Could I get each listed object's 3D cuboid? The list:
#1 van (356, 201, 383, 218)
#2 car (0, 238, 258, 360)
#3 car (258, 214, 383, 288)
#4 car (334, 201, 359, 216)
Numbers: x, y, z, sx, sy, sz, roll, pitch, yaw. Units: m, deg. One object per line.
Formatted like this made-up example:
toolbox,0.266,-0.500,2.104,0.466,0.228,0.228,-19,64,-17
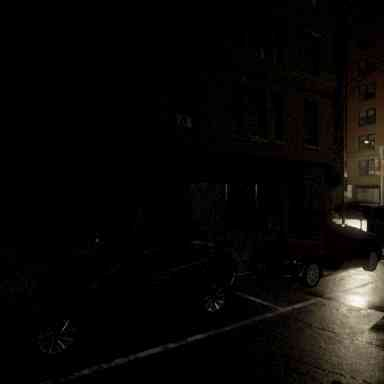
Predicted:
van,8.145,1.338,12.500,3.998,1.788,1.690,0,0,-35
car,-1.099,1.566,5.967,4.313,1.339,1.947,0,0,-35
car,3.522,1.544,9.234,4.507,1.381,1.887,0,0,-35
car,13.721,1.583,25.345,1.895,1.301,4.718,0,0,-36
